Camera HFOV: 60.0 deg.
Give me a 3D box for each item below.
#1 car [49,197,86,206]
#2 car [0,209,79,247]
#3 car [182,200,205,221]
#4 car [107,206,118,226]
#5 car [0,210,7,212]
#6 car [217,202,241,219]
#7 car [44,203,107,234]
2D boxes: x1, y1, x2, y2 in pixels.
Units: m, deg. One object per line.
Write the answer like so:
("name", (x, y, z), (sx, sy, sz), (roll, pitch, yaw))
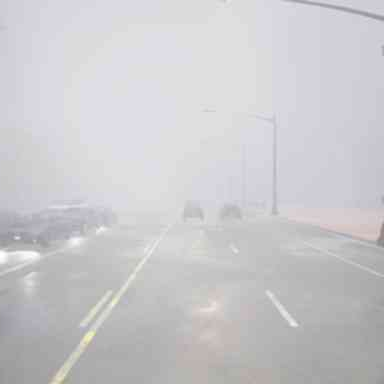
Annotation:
("car", (-10.544, 1.446, 28.060), (2.150, 2.045, 5.566), (0, 0, 0))
("car", (-7.084, 1.687, 15.476), (1.994, 1.385, 4.181), (0, -1, 0))
("car", (0.101, 1.732, 30.020), (2.128, 1.511, 4.902), (0, 0, 0))
("car", (-7.063, 1.768, 25.490), (1.994, 1.385, 4.181), (0, 0, 0))
("car", (-10.589, 1.690, 17.714), (2.033, 1.411, 5.357), (0, 0, 0))
("car", (3.545, 1.759, 31.669), (1.837, 1.490, 4.892), (0, 0, 1))
("car", (-6.999, 1.684, 20.534), (1.837, 1.490, 4.892), (0, 0, 0))
